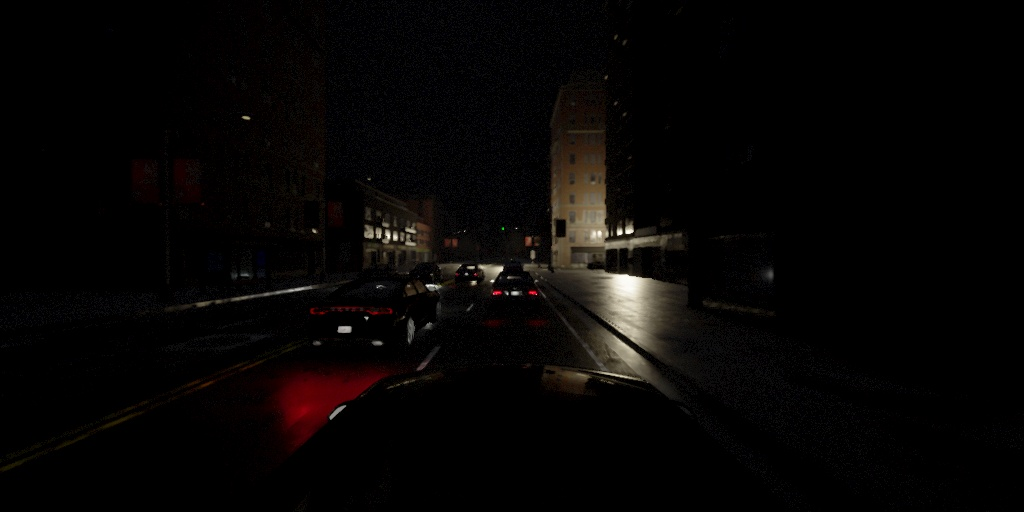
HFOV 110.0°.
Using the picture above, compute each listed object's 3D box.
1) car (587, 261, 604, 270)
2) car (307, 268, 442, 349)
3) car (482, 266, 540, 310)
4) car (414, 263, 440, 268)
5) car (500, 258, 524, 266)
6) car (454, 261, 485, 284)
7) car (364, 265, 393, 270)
[{"bbox_3d":[12.400,1.365,49.183,4.313,1.339,1.948,0,0,0],"label":"car"},{"bbox_3d":[-3.149,1.231,9.226,1.882,1.535,5.008,0,0,0],"label":"car"},{"bbox_3d":[0.102,1.303,14.570,2.033,1.411,5.357,0,0,0],"label":"car"},{"bbox_3d":[-6.588,1.270,27.449,1.837,1.490,4.892,0,-1,0],"label":"car"},{"bbox_3d":[0.102,1.245,32.952,1.882,1.535,5.008,0,0,0],"label":"car"},{"bbox_3d":[-3.147,1.311,27.220,2.033,1.411,5.357,0,0,0],"label":"car"},{"bbox_3d":[-9.841,1.328,26.552,1.994,1.385,4.181,0,0,0],"label":"car"}]
